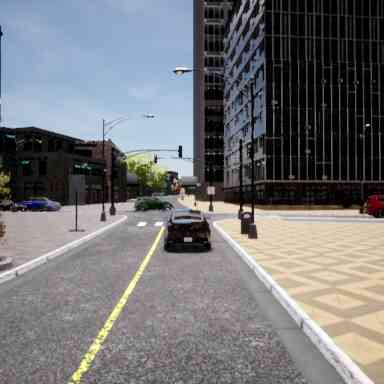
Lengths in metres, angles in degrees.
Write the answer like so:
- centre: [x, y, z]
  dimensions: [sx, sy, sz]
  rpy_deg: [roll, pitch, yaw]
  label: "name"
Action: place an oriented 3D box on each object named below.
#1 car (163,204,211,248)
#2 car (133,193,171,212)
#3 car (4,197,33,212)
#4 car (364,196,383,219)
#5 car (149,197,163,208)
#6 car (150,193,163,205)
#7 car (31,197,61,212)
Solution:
- centre: [-0.217, 1.508, 14.679]
  dimensions: [1.837, 1.490, 4.892]
  rpy_deg: [0, 0, -2]
  label: "car"
- centre: [-4.577, 1.357, 39.125]
  dimensions: [4.553, 1.767, 2.097]
  rpy_deg: [0, 0, -28]
  label: "car"
- centre: [-20.534, 1.563, 37.114]
  dimensions: [4.313, 1.339, 1.947]
  rpy_deg: [0, -1, 18]
  label: "car"
- centre: [15.780, 1.185, 25.178]
  dimensions: [5.009, 1.841, 2.192]
  rpy_deg: [0, -1, 18]
  label: "car"
- centre: [-5.395, 1.553, 50.130]
  dimensions: [2.033, 1.411, 5.357]
  rpy_deg: [0, 0, -6]
  label: "car"
- centre: [-6.381, 1.228, 60.261]
  dimensions: [2.150, 2.045, 5.566]
  rpy_deg: [0, 0, -5]
  label: "car"
- centre: [-17.528, 1.382, 38.731]
  dimensions: [4.553, 1.767, 2.097]
  rpy_deg: [0, -1, 18]
  label: "car"
